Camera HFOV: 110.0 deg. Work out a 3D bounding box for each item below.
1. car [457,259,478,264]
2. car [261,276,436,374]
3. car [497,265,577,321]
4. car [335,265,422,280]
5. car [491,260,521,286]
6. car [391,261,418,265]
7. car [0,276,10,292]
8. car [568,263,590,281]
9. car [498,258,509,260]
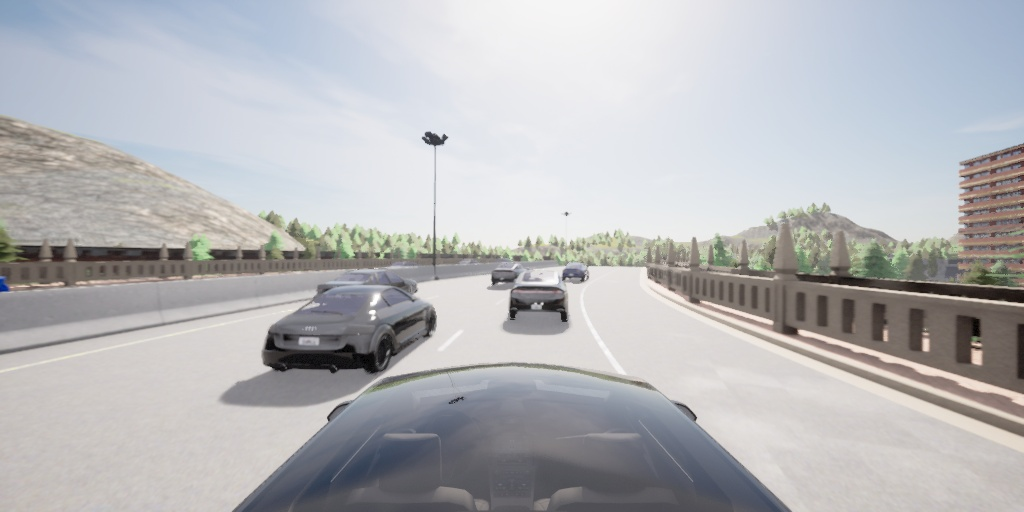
[{"bbox_3d":[-7.155,1.234,58.067,2.128,1.511,4.902,0,0,20],"label":"car"},{"bbox_3d":[-3.024,1.301,7.591,1.994,1.385,4.181,0,0,4],"label":"car"},{"bbox_3d":[1.026,1.252,12.670,2.128,1.511,4.902,0,0,8],"label":"car"},{"bbox_3d":[-5.763,1.273,14.942,2.033,1.411,5.357,0,0,9],"label":"car"},{"bbox_3d":[-0.009,1.253,24.868,2.128,1.511,4.902,0,0,15],"label":"car"},{"bbox_3d":[-11.171,1.256,36.668,2.033,1.411,5.357,0,0,20],"label":"car"},{"bbox_3d":[-20.407,1.124,11.601,1.882,1.535,5.008,0,0,6],"label":"car"},{"bbox_3d":[5.405,1.318,30.441,1.812,1.442,4.674,0,0,19],"label":"car"},{"bbox_3d":[-1.539,1.119,53.025,2.097,1.767,4.553,0,0,20],"label":"car"}]
